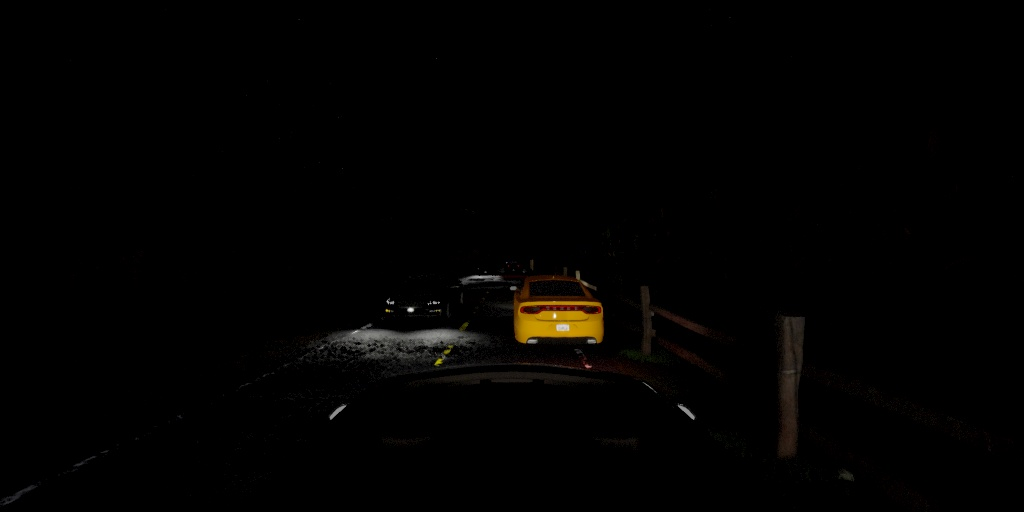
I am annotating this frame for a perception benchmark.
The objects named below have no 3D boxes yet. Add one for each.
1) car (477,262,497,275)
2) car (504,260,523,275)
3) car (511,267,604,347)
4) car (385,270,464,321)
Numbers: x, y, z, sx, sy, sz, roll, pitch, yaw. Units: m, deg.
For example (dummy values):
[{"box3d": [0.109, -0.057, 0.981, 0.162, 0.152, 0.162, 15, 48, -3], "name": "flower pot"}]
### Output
[{"box3d": [-2.666, 1.328, 38.270, 1.895, 1.301, 4.718, 0, 0, 0], "name": "car"}, {"box3d": [0.165, 1.219, 38.340, 2.128, 1.511, 4.902, 0, 0, 0], "name": "car"}, {"box3d": [0.982, 1.227, 9.367, 1.882, 1.535, 5.008, 0, 0, 0], "name": "car"}, {"box3d": [-2.825, 1.253, 12.440, 1.837, 1.490, 4.892, 0, 0, 0], "name": "car"}]
